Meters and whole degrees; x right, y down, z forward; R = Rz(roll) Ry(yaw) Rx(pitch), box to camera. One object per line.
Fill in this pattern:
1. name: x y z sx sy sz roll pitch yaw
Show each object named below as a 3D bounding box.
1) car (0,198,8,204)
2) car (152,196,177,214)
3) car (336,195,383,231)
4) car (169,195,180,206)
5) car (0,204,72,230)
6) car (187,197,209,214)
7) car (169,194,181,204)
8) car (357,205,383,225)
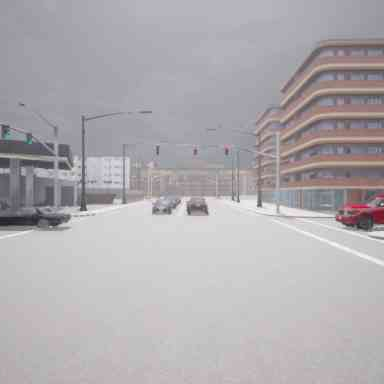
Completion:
1. car: -23.943 1.455 39.401 3.806 1.475 1.970 0 0 1
2. car: -3.076 1.491 35.209 2.128 1.511 4.902 0 0 0
3. car: 11.771 1.223 20.188 5.566 2.045 2.150 0 0 1
4. car: -3.133 1.352 44.927 2.097 1.767 4.553 0 0 0
5. car: -10.047 1.601 20.406 4.718 1.301 1.895 0 0 1
6. car: 0.564 1.352 34.871 2.097 1.767 4.553 0 0 -1
7. car: -3.208 1.352 65.098 2.097 1.767 4.553 0 0 0
8. car: 14.558 1.601 23.659 4.718 1.301 1.895 0 0 1
